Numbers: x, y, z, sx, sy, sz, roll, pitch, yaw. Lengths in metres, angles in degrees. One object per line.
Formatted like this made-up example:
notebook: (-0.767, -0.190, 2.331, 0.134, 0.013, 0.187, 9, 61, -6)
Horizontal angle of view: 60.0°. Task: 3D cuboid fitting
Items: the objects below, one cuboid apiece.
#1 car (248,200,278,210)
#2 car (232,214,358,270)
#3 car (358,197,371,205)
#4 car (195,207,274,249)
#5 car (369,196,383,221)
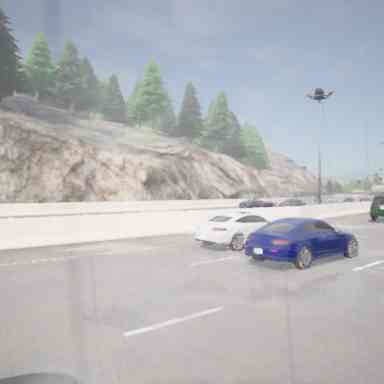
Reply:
car: (9.847, 1.750, 45.806, 1.895, 1.301, 4.718, 0, 0, 42)
car: (3.736, 1.563, 11.157, 4.674, 1.442, 1.812, 0, 0, -39)
car: (35.840, 1.758, 68.916, 2.128, 1.511, 4.902, 0, 0, 31)
car: (2.241, 1.573, 14.443, 4.674, 1.442, 1.812, 0, 0, -39)
car: (16.294, 1.314, 26.986, 5.566, 2.045, 2.150, 0, 0, -45)
